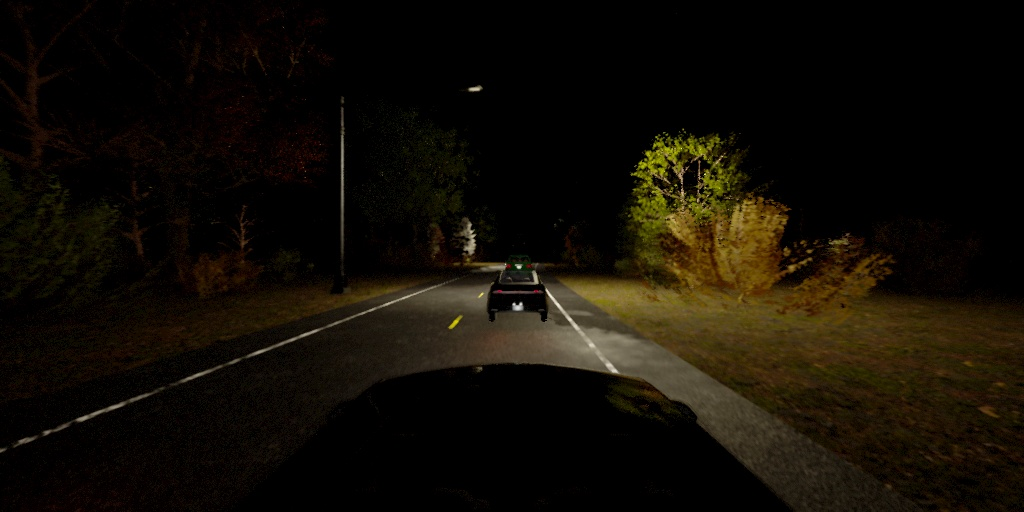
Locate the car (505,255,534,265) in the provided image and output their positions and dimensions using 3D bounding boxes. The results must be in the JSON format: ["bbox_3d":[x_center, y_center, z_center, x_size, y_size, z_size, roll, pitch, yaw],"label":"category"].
[{"bbox_3d":[0.626,0.946,29.772,2.150,2.045,5.566,0,0,2],"label":"car"}]

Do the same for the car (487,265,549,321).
[{"bbox_3d":[0.200,1.233,12.460,2.128,1.511,4.902,0,0,1],"label":"car"}]
